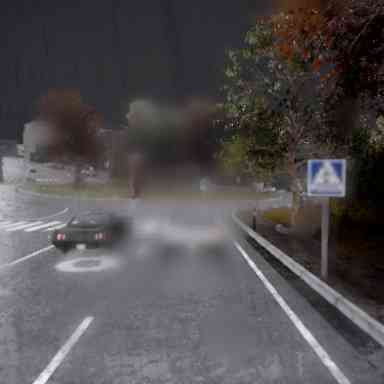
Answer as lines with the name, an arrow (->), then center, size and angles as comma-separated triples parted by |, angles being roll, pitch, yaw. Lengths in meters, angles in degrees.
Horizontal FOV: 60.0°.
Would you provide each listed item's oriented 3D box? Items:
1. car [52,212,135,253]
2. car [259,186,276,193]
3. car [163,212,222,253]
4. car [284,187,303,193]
car -> -3.461, 1.396, 12.669 | 1.895, 1.301, 4.718 | 0, 1, 1
car -> 16.002, -0.563, 71.075 | 1.812, 1.442, 4.674 | -1, 3, -23
car -> 0.039, 1.396, 12.663 | 1.895, 1.301, 4.718 | 0, 1, 1
car -> 20.599, -0.518, 67.386 | 2.128, 1.511, 4.902 | -1, 3, -15
